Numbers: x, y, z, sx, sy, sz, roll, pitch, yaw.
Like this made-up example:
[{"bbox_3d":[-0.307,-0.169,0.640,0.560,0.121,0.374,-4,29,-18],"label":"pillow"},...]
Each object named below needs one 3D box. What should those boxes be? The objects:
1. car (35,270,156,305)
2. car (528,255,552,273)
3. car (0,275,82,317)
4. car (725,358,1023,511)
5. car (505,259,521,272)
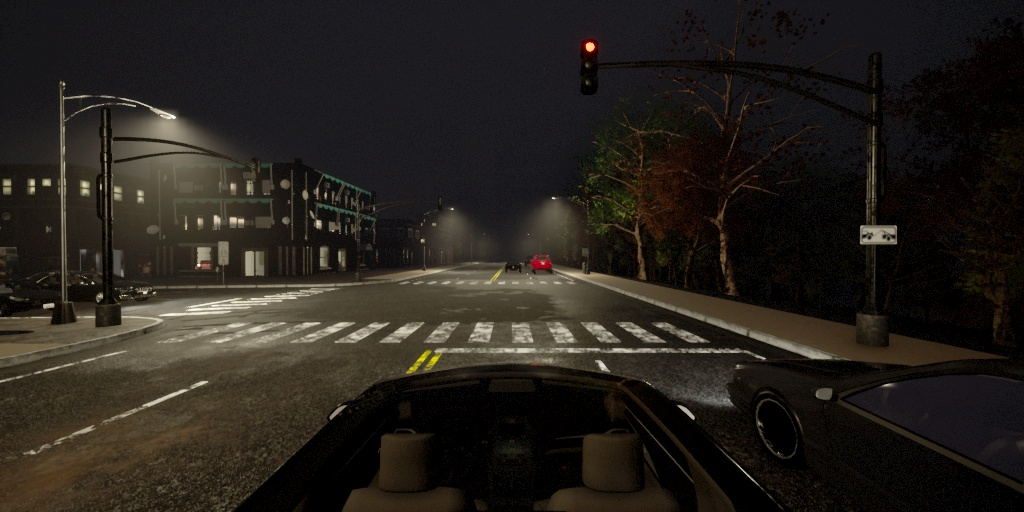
[{"bbox_3d":[-19.320,1.470,16.435,4.892,1.490,1.837,-1,1,-2],"label":"car"},{"bbox_3d":[3.412,0.958,42.198,2.150,2.045,5.566,0,0,0],"label":"car"},{"bbox_3d":[-19.930,1.565,13.755,4.313,1.339,1.948,0,0,0],"label":"car"},{"bbox_3d":[3.326,1.297,1.762,2.033,1.411,5.357,0,0,3],"label":"car"},{"bbox_3d":[0.168,1.212,46.328,1.882,1.535,5.008,0,0,0],"label":"car"}]
